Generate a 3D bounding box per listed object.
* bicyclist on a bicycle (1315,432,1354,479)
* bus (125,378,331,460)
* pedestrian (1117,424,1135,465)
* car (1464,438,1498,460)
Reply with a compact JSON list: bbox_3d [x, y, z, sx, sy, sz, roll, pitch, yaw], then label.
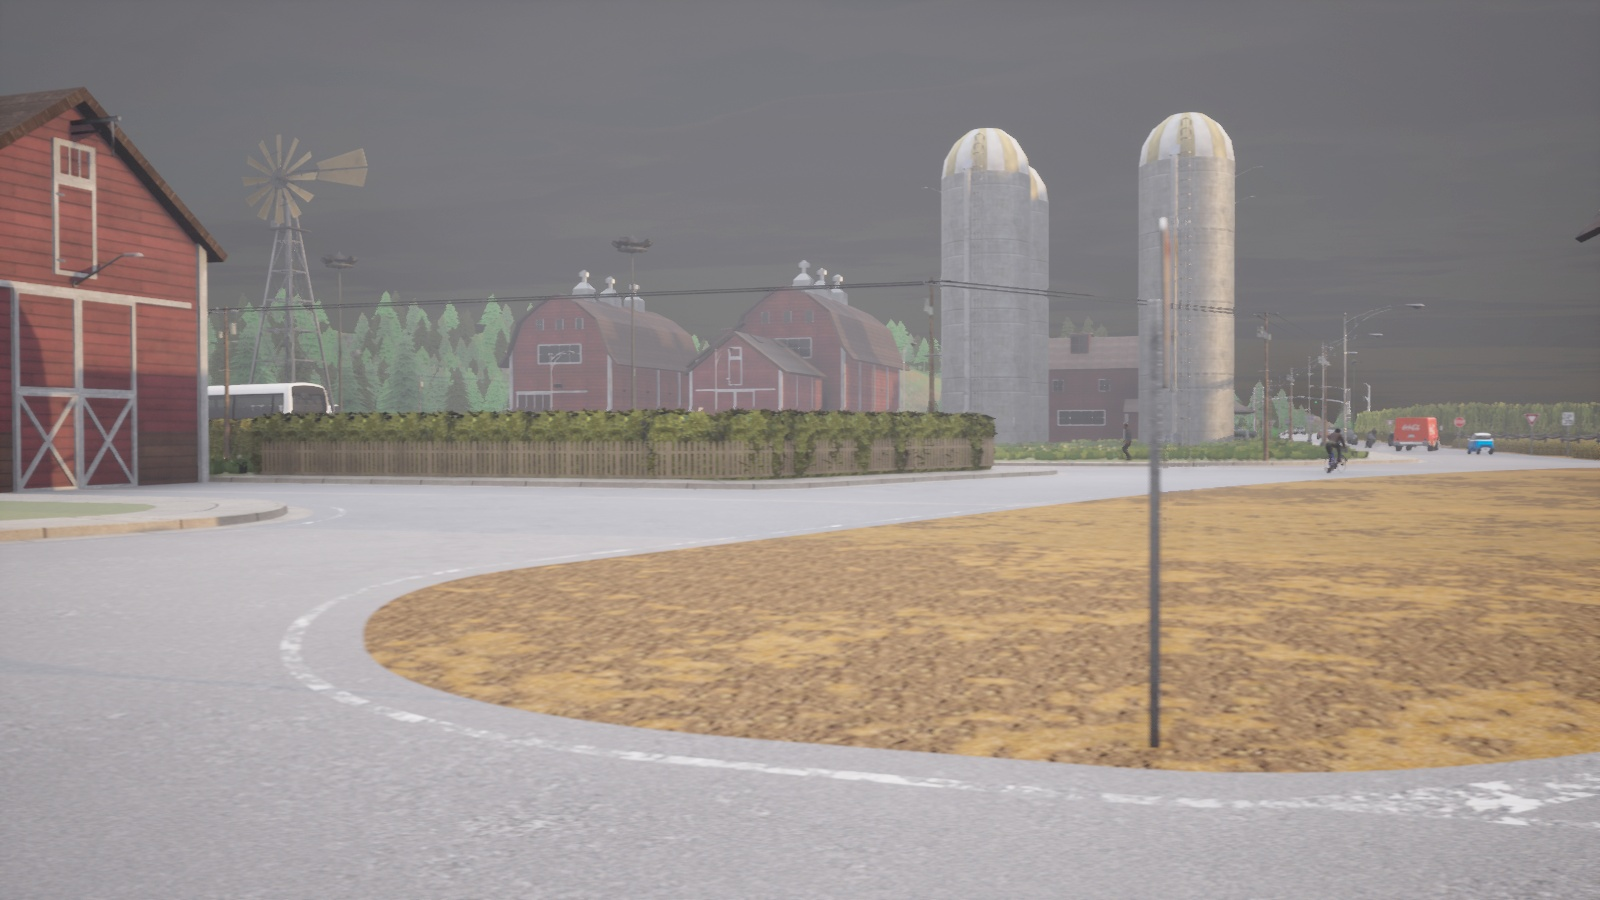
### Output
[{"bbox_3d":[19.019,0.190,44.680,1.656,1.620,0.582,0,1,-42],"label":"bicyclist on a bicycle"},{"bbox_3d":[-31.312,-1.628,68.791,10.273,4.253,3.944,0,1,18],"label":"bus"},{"bbox_3d":[15.519,-0.284,59.767,0.788,1.949,0.423,0,1,11],"label":"pedestrian"},{"bbox_3d":[43.080,-0.085,79.434,1.481,1.376,2.207,1,1,18],"label":"car"}]
